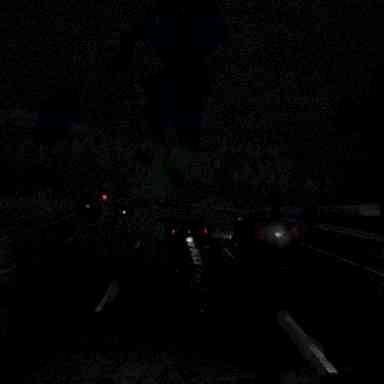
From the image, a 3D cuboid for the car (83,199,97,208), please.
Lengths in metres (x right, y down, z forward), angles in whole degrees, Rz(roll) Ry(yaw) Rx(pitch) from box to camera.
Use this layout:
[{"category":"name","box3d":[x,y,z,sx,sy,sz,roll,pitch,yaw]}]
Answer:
[{"category":"car","box3d":[-16.817,1.851,54.799,1.812,1.442,4.674,0,0,-22]}]

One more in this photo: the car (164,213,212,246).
[{"category":"car","box3d":[-0.353,1.640,15.697,1.895,1.301,4.718,-1,0,-6]}]

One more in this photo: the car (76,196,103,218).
[{"category":"car","box3d":[-10.161,1.419,33.002,2.150,2.045,5.566,0,0,-14]}]

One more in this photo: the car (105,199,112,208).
[{"category":"car","box3d":[-13.070,1.844,54.605,1.994,1.385,4.181,0,0,-21]}]

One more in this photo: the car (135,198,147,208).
[{"category":"car","box3d":[-8.339,1.708,51.818,2.128,1.511,4.902,0,0,-20]}]

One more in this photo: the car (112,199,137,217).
[{"category":"car","box3d":[-7.029,1.667,34.147,1.837,1.490,4.892,1,0,-13]}]

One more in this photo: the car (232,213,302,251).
[{"category":"car","box3d":[2.994,1.560,14.140,1.994,1.385,4.181,-1,0,-6]}]

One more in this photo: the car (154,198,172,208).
[{"category":"car","box3d":[-4.496,1.661,51.337,2.128,1.511,4.902,0,0,-19]}]
